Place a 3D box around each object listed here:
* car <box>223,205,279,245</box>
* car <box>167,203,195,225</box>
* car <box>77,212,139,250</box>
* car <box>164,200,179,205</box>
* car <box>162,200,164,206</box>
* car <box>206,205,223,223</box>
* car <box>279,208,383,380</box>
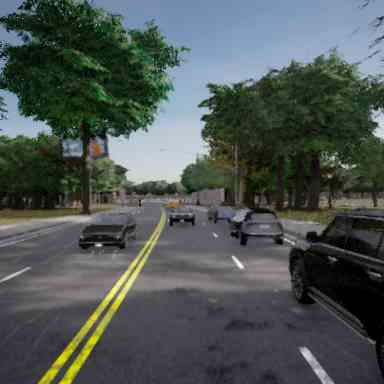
[{"bbox_3d":[2.977,1.528,16.187,2.033,1.649,4.856,0,0,-2],"label":"car"},{"bbox_3d":[-0.811,1.787,25.900,1.895,1.301,4.718,0,0,-3],"label":"car"},{"bbox_3d":[-3.595,1.654,15.250,2.033,1.411,5.357,0,0,-2],"label":"car"},{"bbox_3d":[-2.930,1.950,52.657,1.882,1.535,5.008,0,0,-6],"label":"car"},{"bbox_3d":[-5.515,2.289,71.879,1.895,1.301,4.718,0,-1,-8],"label":"car"},{"bbox_3d":[2.391,1.736,27.288,2.033,1.411,5.357,0,-1,-6],"label":"car"},{"bbox_3d":[3.231,1.244,5.103,2.150,2.045,5.566,0,0,-1],"label":"car"}]
